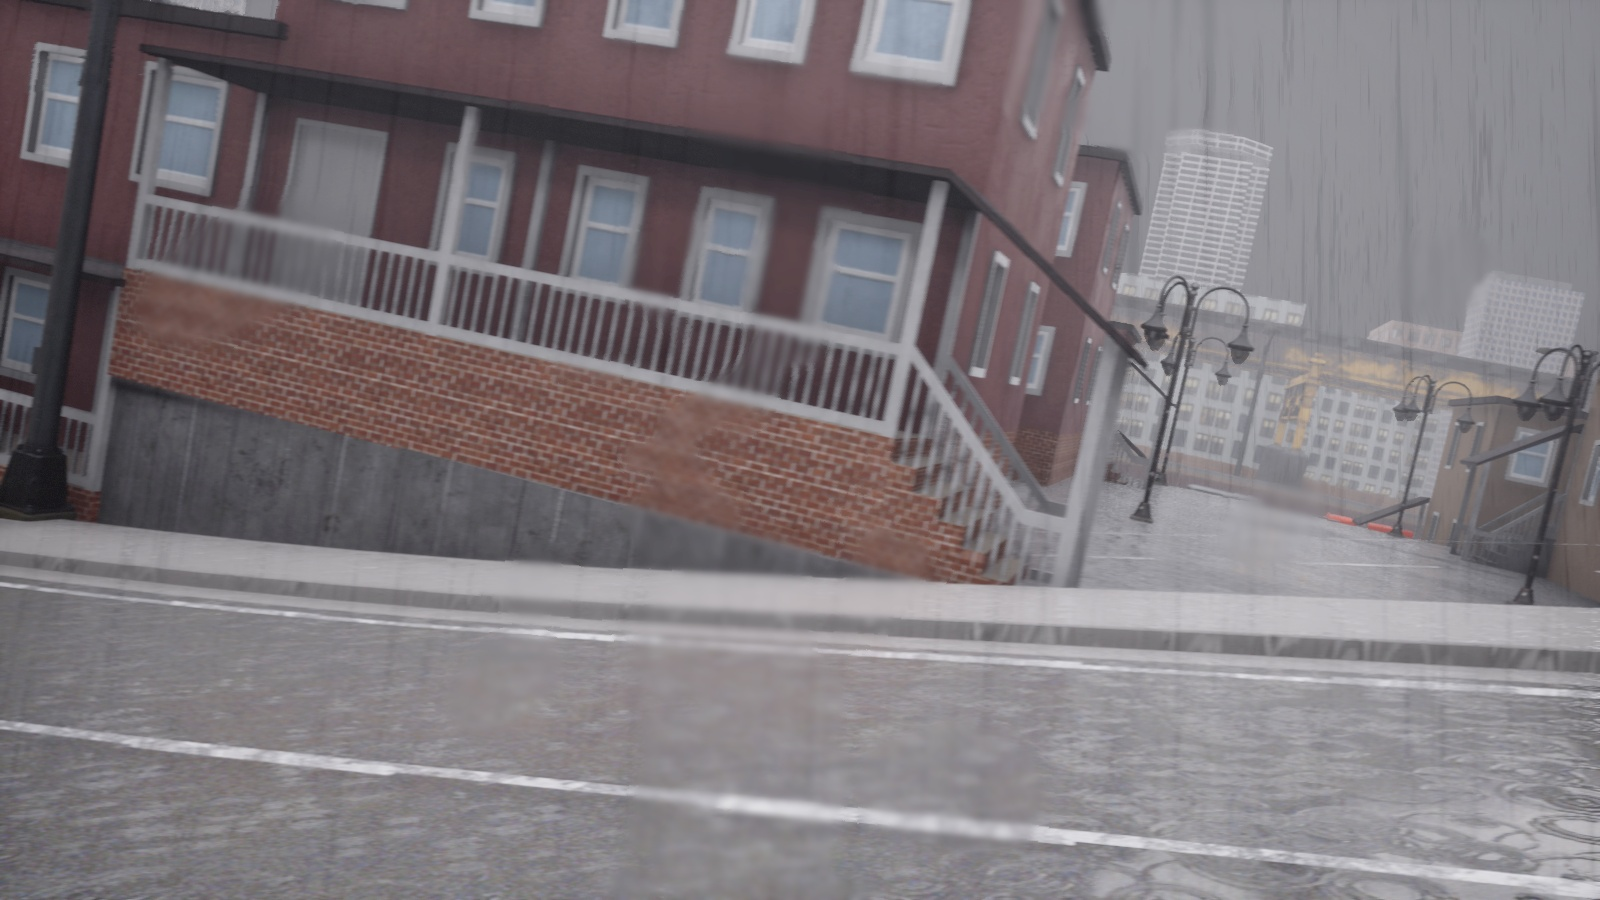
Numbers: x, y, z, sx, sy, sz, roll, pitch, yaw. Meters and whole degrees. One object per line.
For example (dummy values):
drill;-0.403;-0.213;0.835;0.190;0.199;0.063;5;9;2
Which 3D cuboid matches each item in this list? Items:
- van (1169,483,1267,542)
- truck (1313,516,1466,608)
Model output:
van;21.813;3.241;65.584;4.442;1.987;1.775;14;5;18
truck;24.964;4.705;53.436;5.204;2.467;2.627;13;5;18
